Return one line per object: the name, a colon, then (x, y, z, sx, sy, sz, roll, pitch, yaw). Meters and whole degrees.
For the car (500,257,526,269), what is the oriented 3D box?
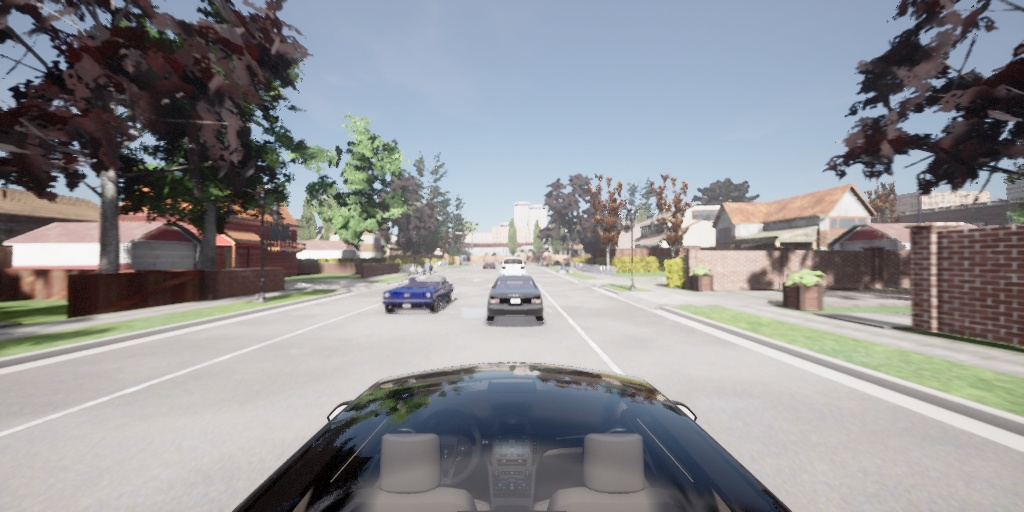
car: (0.100, 1.132, 32.055, 2.150, 2.045, 5.566, 0, 0, 0)

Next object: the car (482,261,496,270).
car: (-3.560, 1.491, 56.972, 1.994, 1.385, 4.181, 0, 0, 0)

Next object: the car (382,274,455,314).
car: (-3.601, 1.436, 14.514, 1.895, 1.301, 4.718, 0, 0, 0)

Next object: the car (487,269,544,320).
car: (0.100, 1.373, 12.950, 2.033, 1.411, 5.357, 0, 0, 0)
